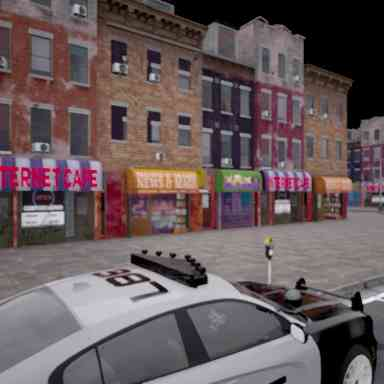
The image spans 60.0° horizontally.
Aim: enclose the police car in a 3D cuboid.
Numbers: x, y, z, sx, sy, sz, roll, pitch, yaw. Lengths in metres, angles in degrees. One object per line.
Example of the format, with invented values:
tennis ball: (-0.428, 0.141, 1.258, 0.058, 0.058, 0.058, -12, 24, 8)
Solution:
police car: (-0.114, 1.426, 3.180, 5.238, 1.638, 1.930, 0, 0, -35)
